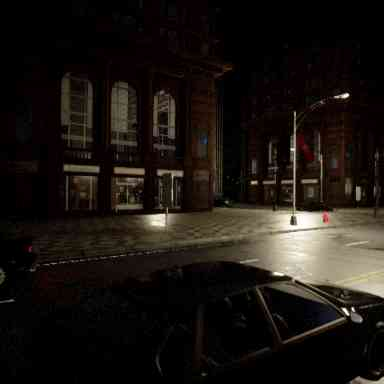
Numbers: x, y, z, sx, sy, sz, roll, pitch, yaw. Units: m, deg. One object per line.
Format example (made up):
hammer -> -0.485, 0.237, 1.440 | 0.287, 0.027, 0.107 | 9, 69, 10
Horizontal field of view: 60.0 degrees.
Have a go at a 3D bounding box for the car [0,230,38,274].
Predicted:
car -> -6.089, 1.505, 7.327 | 4.892, 1.490, 1.837 | 1, 0, -35

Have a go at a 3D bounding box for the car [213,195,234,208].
car -> 4.143, 1.508, 52.192 | 2.150, 2.045, 5.566 | 1, -1, -35

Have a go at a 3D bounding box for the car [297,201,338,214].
car -> 14.236, 1.733, 37.937 | 1.812, 1.442, 4.674 | 1, -1, -35

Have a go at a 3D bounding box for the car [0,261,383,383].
car -> 0.381, 1.550, 3.713 | 5.357, 1.411, 2.033 | 0, 0, -36
